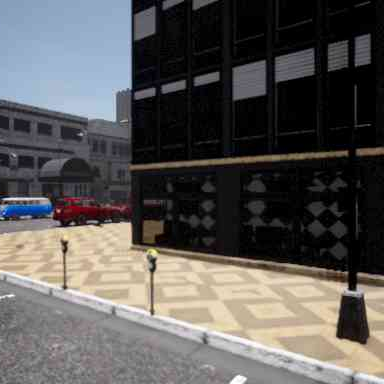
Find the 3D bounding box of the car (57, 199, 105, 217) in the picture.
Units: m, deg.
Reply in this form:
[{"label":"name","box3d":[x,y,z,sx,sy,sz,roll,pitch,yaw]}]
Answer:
[{"label":"car","box3d":[-10.667,1.507,32.256,1.967,1.590,4.097,0,0,35]}]

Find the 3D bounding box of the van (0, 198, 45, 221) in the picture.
[{"label":"van","box3d":[-13.863,1.390,27.751,1.690,1.788,3.998,0,0,35]}]

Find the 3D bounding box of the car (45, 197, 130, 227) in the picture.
[{"label":"car","box3d":[-7.027,1.333,22.905,2.192,1.841,5.009,0,0,35]}]
